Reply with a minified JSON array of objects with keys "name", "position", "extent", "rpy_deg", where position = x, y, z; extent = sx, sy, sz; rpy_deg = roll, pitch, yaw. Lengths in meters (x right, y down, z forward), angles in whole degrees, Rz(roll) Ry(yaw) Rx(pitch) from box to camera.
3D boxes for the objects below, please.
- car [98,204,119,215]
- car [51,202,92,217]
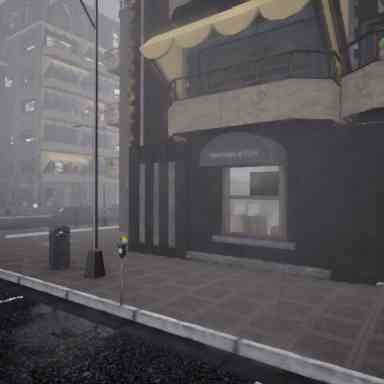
[{"name":"car","position":[-9.457,2.063,39.890],"extent":[1.802,1.307,4.206],"rpy_deg":[-1,-1,35]},{"name":"car","position":[-12.738,1.821,35.264],"extent":[1.967,1.590,4.097],"rpy_deg":[-1,-1,35]}]
